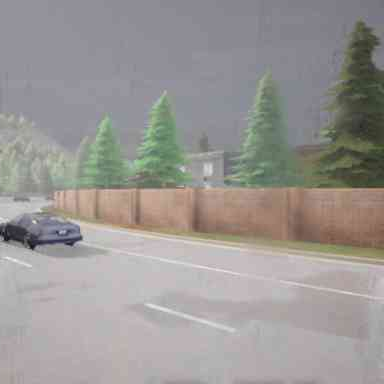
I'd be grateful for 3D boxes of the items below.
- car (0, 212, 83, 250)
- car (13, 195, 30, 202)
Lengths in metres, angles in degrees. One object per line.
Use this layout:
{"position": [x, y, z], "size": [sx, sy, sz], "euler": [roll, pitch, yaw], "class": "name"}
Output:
{"position": [-6.745, 1.582, 14.540], "size": [5.357, 1.411, 2.033], "euler": [0, -1, 45], "class": "car"}
{"position": [-40.158, 1.562, 78.494], "size": [2.128, 1.511, 4.902], "euler": [1, 0, 3], "class": "car"}
